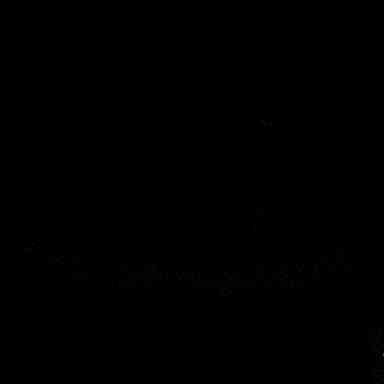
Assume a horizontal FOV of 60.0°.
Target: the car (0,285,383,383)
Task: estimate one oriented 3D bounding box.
[{"bbox_3d":[-0.584,1.548,2.346,5.357,1.411,2.033,0,0,-36],"label":"car"}]
